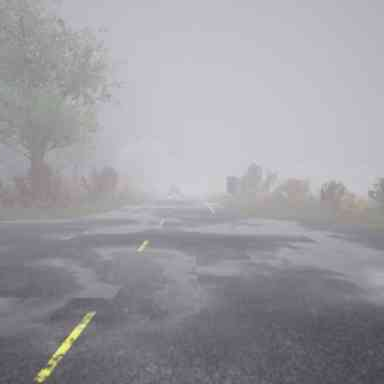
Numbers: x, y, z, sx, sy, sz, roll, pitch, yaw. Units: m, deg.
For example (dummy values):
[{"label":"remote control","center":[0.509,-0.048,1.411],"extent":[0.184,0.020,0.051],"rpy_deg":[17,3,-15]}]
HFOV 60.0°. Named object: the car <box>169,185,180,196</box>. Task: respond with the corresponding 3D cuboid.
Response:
[{"label":"car","center":[-3.487,-0.359,67.369],"extent":[2.150,2.045,5.566],"rpy_deg":[0,1,0]}]
